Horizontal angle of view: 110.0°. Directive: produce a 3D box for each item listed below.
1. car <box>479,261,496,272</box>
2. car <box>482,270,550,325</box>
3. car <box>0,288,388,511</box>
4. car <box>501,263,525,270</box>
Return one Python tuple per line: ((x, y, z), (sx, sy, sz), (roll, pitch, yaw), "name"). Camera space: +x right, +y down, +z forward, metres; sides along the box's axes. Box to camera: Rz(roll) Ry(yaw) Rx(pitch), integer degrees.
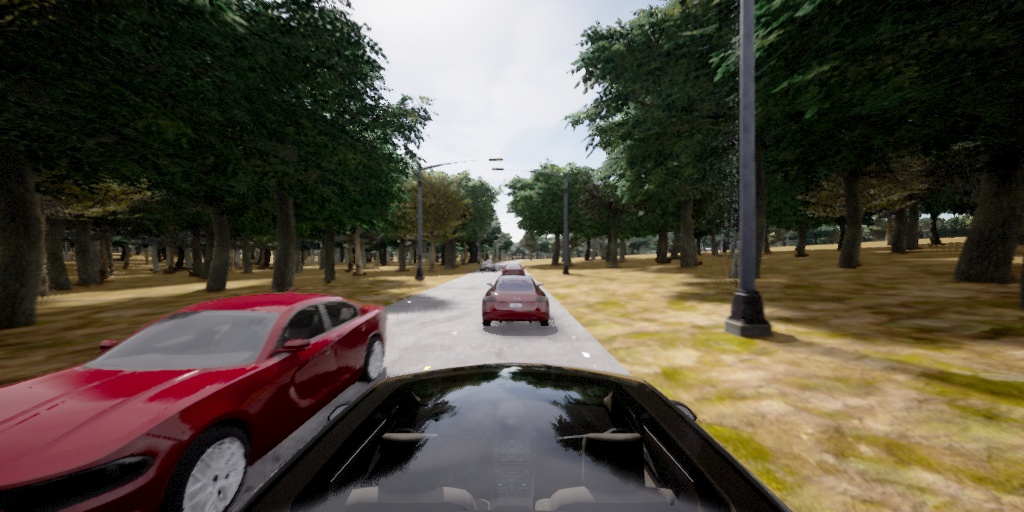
((-3.068, 1.380, 46.177), (1.994, 1.385, 4.181), (0, 0, 0), "car")
((0.105, 1.320, 11.813), (1.994, 1.385, 4.181), (0, 0, 0), "car")
((-3.099, 1.229, 4.261), (1.882, 1.535, 5.008), (0, 0, 0), "car")
((0.108, 1.307, 28.726), (1.812, 1.442, 4.674), (0, 0, 0), "car")
